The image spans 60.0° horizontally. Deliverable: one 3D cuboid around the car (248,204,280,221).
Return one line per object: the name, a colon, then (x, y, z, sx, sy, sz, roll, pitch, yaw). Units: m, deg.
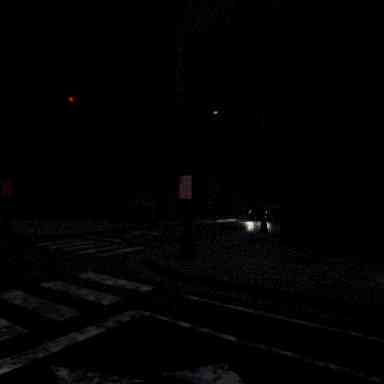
car: (7.521, 2.004, 34.098, 2.097, 1.767, 4.553, 0, -1, 36)
